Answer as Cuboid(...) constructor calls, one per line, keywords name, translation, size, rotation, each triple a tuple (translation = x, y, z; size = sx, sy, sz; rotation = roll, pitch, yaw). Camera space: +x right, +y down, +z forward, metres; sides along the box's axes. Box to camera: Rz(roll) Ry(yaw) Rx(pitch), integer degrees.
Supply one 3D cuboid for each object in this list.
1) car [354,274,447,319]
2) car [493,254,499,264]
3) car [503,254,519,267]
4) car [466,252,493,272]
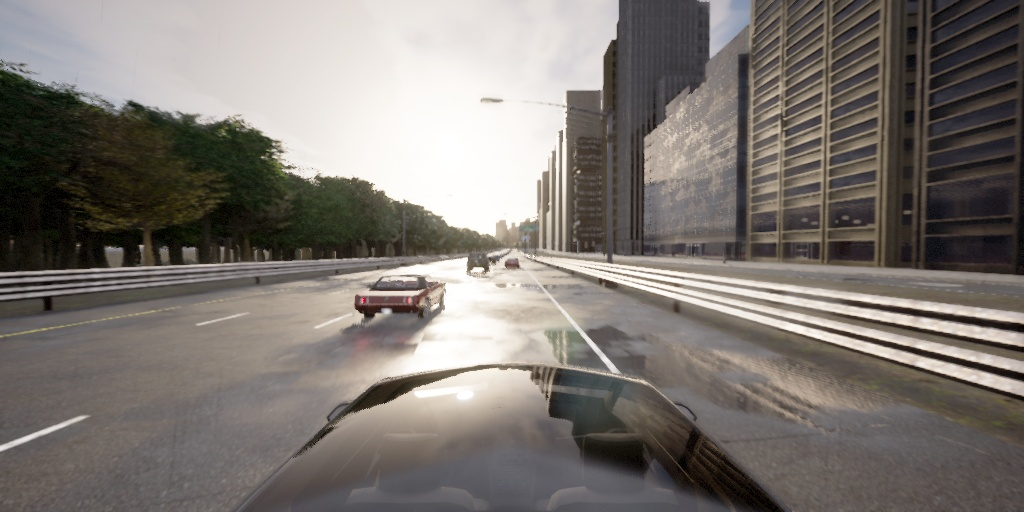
Cuboid(name="car", translation=(-3.501, 1.244, 12.261), size=(1.895, 1.301, 4.718), rotation=(0, 1, 0))
Cuboid(name="car", translation=(-3.670, 0.671, 62.654), size=(1.837, 1.490, 4.892), rotation=(0, 1, 0))
Cuboid(name="car", translation=(-0.011, 0.831, 51.766), size=(1.994, 1.385, 4.181), rotation=(0, 1, 0))
Cuboid(name="car", translation=(-3.557, 0.616, 38.291), size=(2.150, 2.045, 5.566), rotation=(0, 1, 0))
